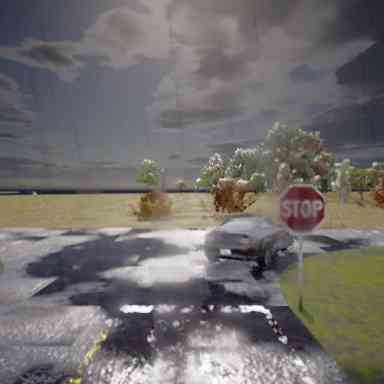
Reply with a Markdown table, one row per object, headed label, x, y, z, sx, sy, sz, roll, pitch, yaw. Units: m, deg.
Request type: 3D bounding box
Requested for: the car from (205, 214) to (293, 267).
| label | x | y | z | sx | sy | sz | roll | pitch | yaw |
| --- | --- | --- | --- | --- | --- | --- | --- | --- | --- |
| car | 2.011 | 1.460 | 11.192 | 1.812 | 1.442 | 4.674 | -1 | 0 | 28 |
